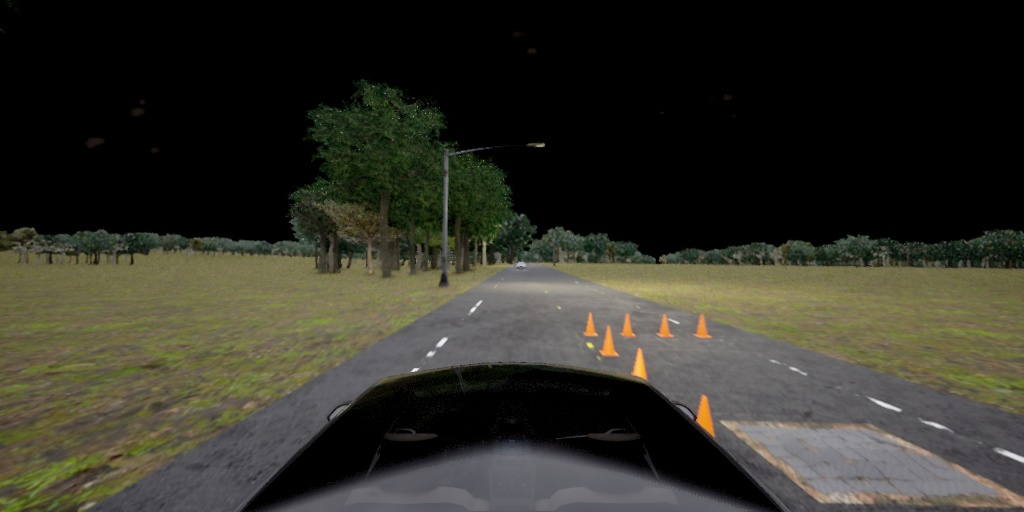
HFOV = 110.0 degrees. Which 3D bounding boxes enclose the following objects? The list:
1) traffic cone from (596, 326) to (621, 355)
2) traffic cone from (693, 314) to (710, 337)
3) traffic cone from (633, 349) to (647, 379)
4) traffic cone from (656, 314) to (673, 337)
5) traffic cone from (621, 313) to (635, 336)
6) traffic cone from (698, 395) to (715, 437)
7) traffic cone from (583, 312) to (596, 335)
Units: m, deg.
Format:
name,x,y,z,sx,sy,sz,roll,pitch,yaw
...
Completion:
name,x,y,z,sx,sy,sz,roll,pitch,yaw
traffic cone,2.081,1.804,7.733,0.340,0.580,0.340,0,0,1
traffic cone,5.120,1.868,9.671,0.340,0.580,0.340,0,0,1
traffic cone,2.040,1.780,5.733,0.340,0.580,0.340,0,0,1
traffic cone,4.121,1.855,9.691,0.340,0.580,0.340,0,0,1
traffic cone,3.121,1.841,9.712,0.340,0.580,0.340,0,0,1
traffic cone,2.000,1.756,3.734,0.340,0.580,0.340,0,0,1
traffic cone,2.122,1.828,9.732,0.340,0.580,0.340,0,0,1
